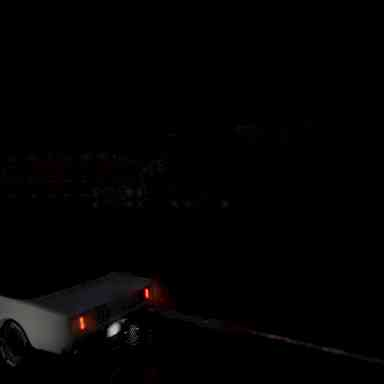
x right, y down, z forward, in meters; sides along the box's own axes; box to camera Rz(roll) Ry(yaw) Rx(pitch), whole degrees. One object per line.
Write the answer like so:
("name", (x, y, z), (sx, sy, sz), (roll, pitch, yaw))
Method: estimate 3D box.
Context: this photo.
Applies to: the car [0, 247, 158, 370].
("car", (-3.023, 1.638, 5.666), (4.718, 1.301, 1.895), (-1, 0, 29))
